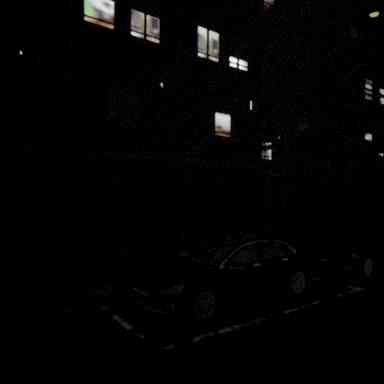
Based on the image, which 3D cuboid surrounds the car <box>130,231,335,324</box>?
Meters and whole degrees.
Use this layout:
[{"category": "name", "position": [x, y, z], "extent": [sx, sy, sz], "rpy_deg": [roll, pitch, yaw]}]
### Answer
[{"category": "car", "position": [0.843, 1.598, 7.155], "extent": [4.403, 1.369, 2.008], "rpy_deg": [1, 0, -35]}]

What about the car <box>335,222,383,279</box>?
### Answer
[{"category": "car", "position": [5.434, 1.648, 10.425], "extent": [4.507, 1.381, 1.887], "rpy_deg": [1, 0, -35]}]
